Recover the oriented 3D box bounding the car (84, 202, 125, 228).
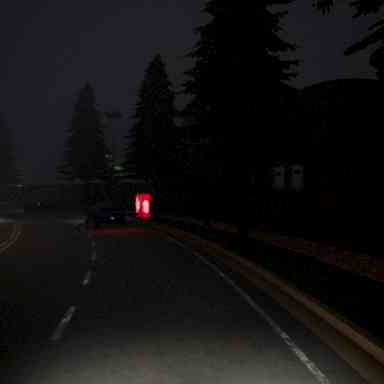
[{"bbox_3d":[-5.910,1.427,22.265,1.882,1.535,5.008,0,0,-27],"label":"car"}]

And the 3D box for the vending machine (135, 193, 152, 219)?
[{"bbox_3d":[-3.943,1.116,27.019,1.100,2.100,0.880,0,0,-31],"label":"vending machine"}]

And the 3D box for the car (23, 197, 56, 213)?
[{"bbox_3d":[-16.546,1.307,35.992,4.553,1.767,2.097,0,0,44],"label":"car"}]
